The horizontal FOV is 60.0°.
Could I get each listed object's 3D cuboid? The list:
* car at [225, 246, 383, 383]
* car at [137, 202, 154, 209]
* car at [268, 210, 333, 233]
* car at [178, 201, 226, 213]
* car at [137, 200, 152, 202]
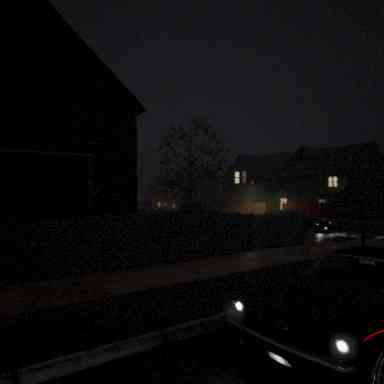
[{"bbox_3d":[2.776,1.616,5.146,4.718,1.301,1.895,0,0,-37],"label":"car"},{"bbox_3d":[-6.087,2.394,41.085,1.882,1.535,5.008,-1,-1,-35],"label":"car"},{"bbox_3d":[6.809,1.937,22.940,2.033,1.411,5.357,-1,-1,-36],"label":"car"},{"bbox_3d":[0.830,1.856,31.342,2.150,2.045,5.566,-1,-1,-35],"label":"car"},{"bbox_3d":[-7.472,2.257,47.994,2.150,2.045,5.566,-1,-1,-35],"label":"car"}]
